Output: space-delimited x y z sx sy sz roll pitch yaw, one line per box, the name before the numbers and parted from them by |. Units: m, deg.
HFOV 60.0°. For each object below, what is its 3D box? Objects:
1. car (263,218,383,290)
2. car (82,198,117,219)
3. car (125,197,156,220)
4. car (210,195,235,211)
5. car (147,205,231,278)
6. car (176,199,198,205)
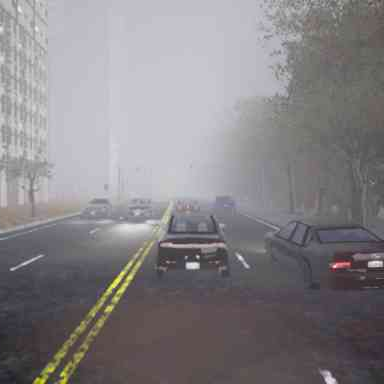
car | 3.327 1.400 8.683 2.033 1.411 5.357 -2 0 -2
car | -7.007 1.190 25.578 1.812 1.442 4.674 0 1 -2
car | -3.726 1.169 24.607 2.128 1.511 4.902 0 1 -2
car | 2.776 1.030 30.949 1.882 1.535 5.008 -3 0 -2
car | 0.000 1.363 9.674 2.128 1.511 4.902 0 1 0
car | -0.386 1.232 28.003 1.895 1.301 4.718 0 1 -2
